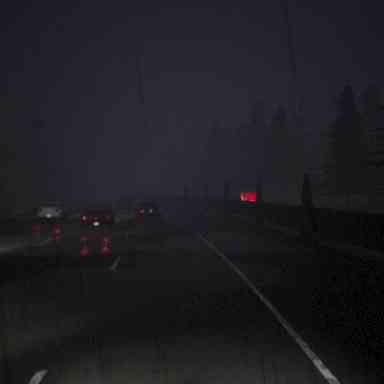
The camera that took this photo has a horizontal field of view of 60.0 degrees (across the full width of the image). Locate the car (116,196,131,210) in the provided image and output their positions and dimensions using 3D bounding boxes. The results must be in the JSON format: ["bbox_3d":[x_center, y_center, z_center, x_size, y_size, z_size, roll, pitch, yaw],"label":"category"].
[{"bbox_3d":[-8.169,1.280,40.505,1.882,1.535,5.008,0,0,-20],"label":"car"}]

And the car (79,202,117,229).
[{"bbox_3d":[-5.899,1.501,21.044,1.895,1.301,4.718,0,0,-12],"label":"car"}]

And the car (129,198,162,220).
[{"bbox_3d":[-3.597,1.415,26.391,2.033,1.411,5.357,0,0,-15],"label":"car"}]

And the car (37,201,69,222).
[{"bbox_3d":[-10.572,1.413,25.407,1.812,1.442,4.674,0,0,-15],"label":"car"}]

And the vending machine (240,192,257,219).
[{"bbox_3d":[4.528,1.043,26.717,1.100,2.100,0.880,0,0,-14],"label":"vending machine"}]
